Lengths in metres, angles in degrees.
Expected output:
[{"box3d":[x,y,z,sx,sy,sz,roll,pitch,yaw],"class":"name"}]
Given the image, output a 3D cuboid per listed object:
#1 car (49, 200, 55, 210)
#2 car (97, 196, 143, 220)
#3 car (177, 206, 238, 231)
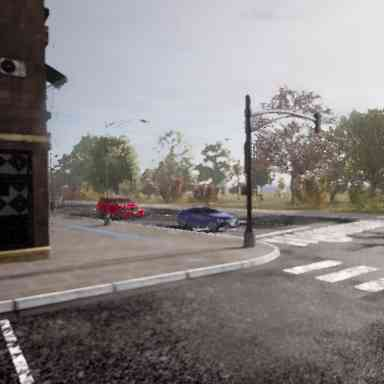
[{"box3d":[-20.727,1.705,46.341,1.837,1.490,4.892,-1,1,-41],"class":"car"},{"box3d":[-6.671,1.407,30.278,2.150,2.045,5.566,-1,1,-42],"class":"car"},{"box3d":[0.890,1.668,21.908,1.812,1.442,4.674,-1,1,-42],"class":"car"}]
